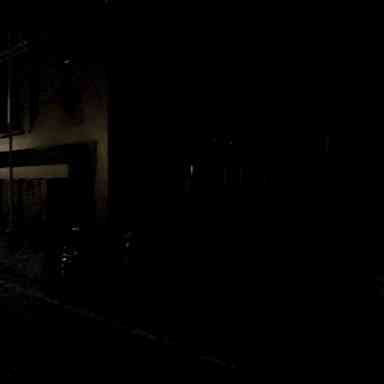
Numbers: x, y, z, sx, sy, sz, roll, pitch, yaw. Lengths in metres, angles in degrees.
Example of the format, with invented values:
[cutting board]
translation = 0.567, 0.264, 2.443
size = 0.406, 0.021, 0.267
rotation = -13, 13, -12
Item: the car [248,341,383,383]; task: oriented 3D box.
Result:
[car]
translation = 2.325, 1.525, 1.398
size = 4.507, 1.381, 1.887
rotation = 1, 1, 36
